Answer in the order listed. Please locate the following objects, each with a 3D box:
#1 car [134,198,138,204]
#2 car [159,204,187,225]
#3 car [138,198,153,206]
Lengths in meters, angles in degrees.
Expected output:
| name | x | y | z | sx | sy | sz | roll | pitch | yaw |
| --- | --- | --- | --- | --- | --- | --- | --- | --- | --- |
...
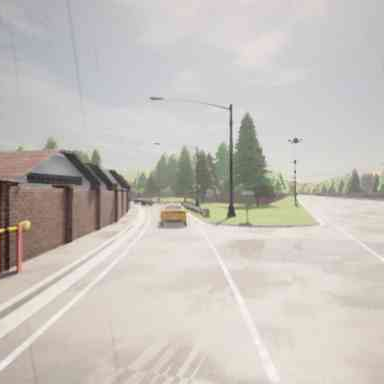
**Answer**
| name | x | y | z | sx | sy | sz | roll | pitch | yaw |
| --- | --- | --- | --- | --- | --- | --- | --- | --- | --- |
| car | -11.666 | 1.927 | 74.455 | 1.895 | 1.301 | 4.718 | 0 | 0 | -19 |
| car | -1.488 | 1.645 | 25.519 | 1.882 | 1.535 | 5.008 | 0 | 0 | -6 |
| car | -8.723 | 1.936 | 64.735 | 1.837 | 1.490 | 4.892 | 0 | 0 | -17 |
